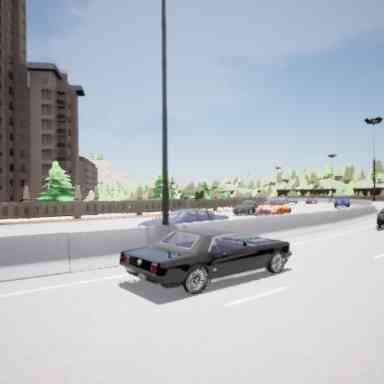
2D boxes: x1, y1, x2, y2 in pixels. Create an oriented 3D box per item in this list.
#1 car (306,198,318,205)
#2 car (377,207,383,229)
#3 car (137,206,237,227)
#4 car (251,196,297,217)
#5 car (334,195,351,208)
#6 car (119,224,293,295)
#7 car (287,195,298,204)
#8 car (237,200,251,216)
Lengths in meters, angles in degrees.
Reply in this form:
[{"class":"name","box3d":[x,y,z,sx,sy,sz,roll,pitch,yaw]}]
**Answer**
[{"class":"car","box3d":[25.013,1.933,69.452,2.128,1.511,4.902,0,-1,11]},{"class":"car","box3d":[13.314,1.544,21.385,2.128,1.511,4.902,0,0,41]},{"class":"car","box3d":[-0.293,1.610,17.533,5.357,1.411,2.033,0,0,-42]},{"class":"car","box3d":[7.839,1.480,31.575,2.097,1.767,4.553,0,-1,37]},{"class":"car","box3d":[23.476,1.470,51.918,2.150,2.045,5.566,0,0,22]},{"class":"car","box3d":[0.608,1.627,8.864,4.718,1.301,1.895,0,0,-39]},{"class":"car","box3d":[22.146,1.697,73.735,2.150,2.045,5.566,0,-1,11]},{"class":"car","box3d":[6.094,1.661,35.030,1.837,1.490,4.892,0,0,36]}]
